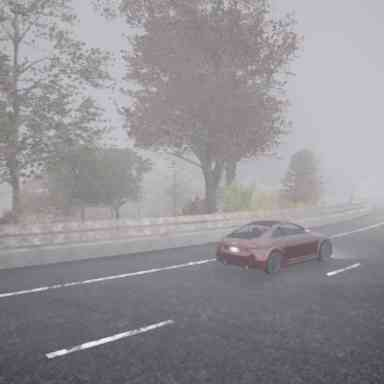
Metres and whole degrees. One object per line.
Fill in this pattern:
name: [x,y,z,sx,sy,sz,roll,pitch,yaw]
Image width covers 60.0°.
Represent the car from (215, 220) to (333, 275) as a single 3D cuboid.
car: [2.723,1.590,10.668,4.181,1.385,1.994,0,0,-40]
